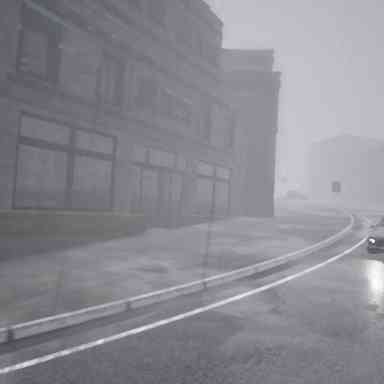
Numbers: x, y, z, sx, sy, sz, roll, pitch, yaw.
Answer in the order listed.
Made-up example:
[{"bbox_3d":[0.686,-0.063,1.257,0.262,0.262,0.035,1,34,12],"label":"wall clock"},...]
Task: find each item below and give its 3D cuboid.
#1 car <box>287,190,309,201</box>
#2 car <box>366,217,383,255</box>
[{"bbox_3d":[16.763,0.466,52.654,1.837,1.490,4.892,4,2,-9],"label":"car"},{"bbox_3d":[8.004,1.481,12.491,2.033,1.411,5.357,1,1,37],"label":"car"}]
